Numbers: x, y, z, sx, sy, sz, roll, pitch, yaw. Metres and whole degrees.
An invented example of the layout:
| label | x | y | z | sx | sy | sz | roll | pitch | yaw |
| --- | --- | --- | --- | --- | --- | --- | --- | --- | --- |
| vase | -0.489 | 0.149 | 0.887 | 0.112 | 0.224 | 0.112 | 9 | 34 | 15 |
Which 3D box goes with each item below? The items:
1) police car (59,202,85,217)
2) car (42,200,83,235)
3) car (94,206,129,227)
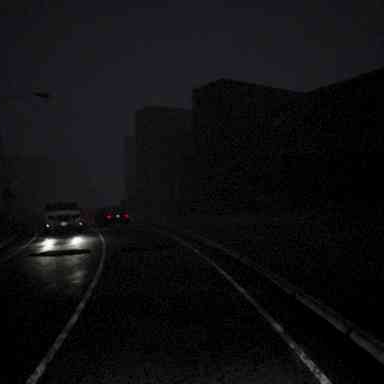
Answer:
| label | x | y | z | sx | sy | sz | roll | pitch | yaw |
| --- | --- | --- | --- | --- | --- | --- | --- | --- | --- |
| police car | -14.482 | 2.087 | 39.912 | 2.038 | 1.542 | 4.974 | -2 | 0 | -30 |
| car | -8.592 | 1.566 | 22.038 | 2.150 | 2.045 | 5.566 | -2 | -1 | -23 |
| car | -6.343 | 1.815 | 25.848 | 2.033 | 1.411 | 5.357 | -2 | 0 | -26 |
